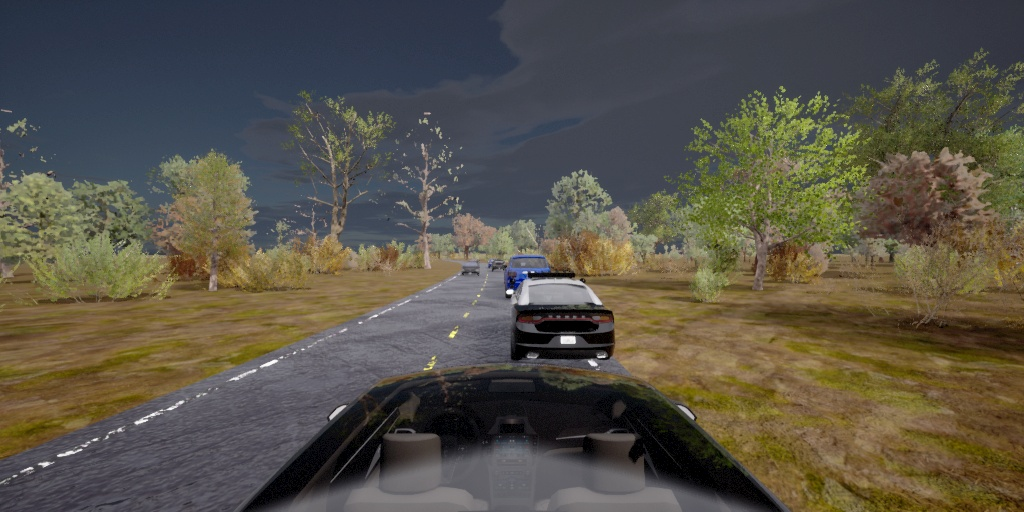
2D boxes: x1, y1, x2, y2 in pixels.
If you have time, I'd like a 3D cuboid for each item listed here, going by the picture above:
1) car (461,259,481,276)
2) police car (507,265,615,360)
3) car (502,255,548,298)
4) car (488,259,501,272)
[{"bbox_3d":[-4.174,1.296,36.765,2.033,1.411,5.357,0,0,-4],"label":"car"},{"bbox_3d":[0.899,1.174,8.463,1.930,1.638,5.238,0,0,0],"label":"police car"},{"bbox_3d":[0.716,0.972,18.431,2.150,2.045,5.566,0,0,-2],"label":"car"},{"bbox_3d":[-1.787,1.254,46.959,1.837,1.490,4.892,0,0,-5],"label":"car"}]
